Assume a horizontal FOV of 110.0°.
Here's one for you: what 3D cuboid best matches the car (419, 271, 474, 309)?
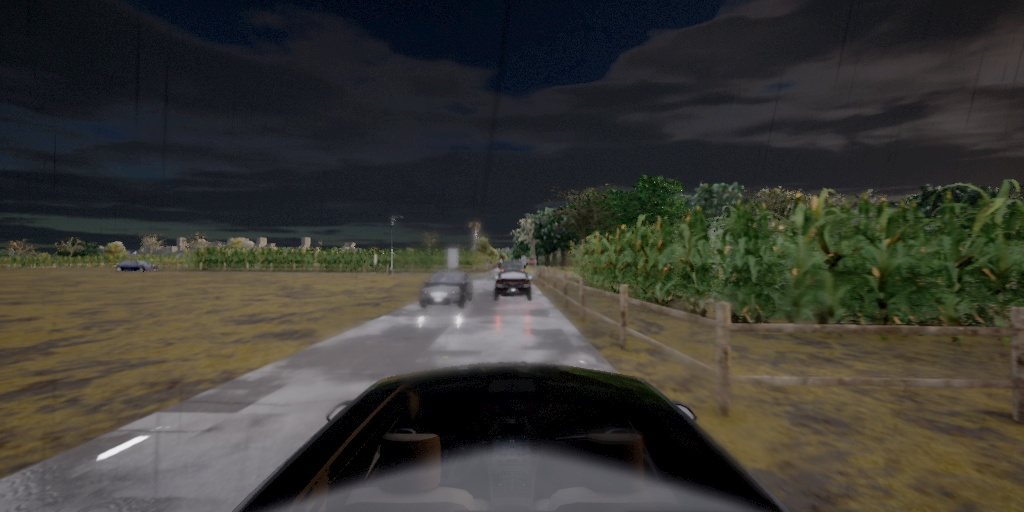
[{"bbox_3d":[-2.841,1.450,16.322,2.128,1.511,4.902,0,-1,0],"label":"car"}]

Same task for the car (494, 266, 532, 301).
[{"bbox_3d":[0.073,1.481,19.368,1.882,1.535,5.008,0,-1,0],"label":"car"}]

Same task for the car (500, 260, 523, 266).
[{"bbox_3d":[0.025,1.372,29.607,2.150,2.045,5.566,0,-1,0],"label":"car"}]
